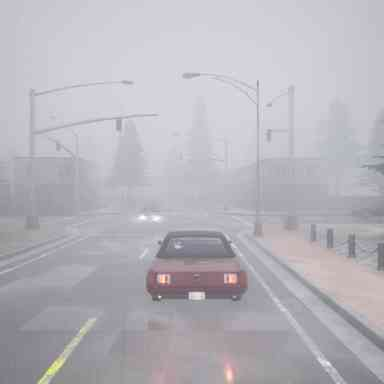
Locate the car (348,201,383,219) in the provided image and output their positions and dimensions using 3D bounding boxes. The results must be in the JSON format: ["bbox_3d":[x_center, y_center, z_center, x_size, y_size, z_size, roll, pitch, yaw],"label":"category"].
[{"bbox_3d":[15.762,1.476,27.933,4.902,1.511,2.128,0,0,2],"label":"car"}]

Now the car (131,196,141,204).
[{"bbox_3d":[-10.778,1.529,64.843,1.994,1.385,4.181,0,0,-25],"label":"car"}]

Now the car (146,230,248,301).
[{"bbox_3d":[0.071,1.601,8.268,1.895,1.301,4.718,0,0,-1],"label":"car"}]

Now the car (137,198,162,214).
[{"bbox_3d":[-4.267,1.567,34.746,1.895,1.301,4.718,0,0,-3],"label":"car"}]
